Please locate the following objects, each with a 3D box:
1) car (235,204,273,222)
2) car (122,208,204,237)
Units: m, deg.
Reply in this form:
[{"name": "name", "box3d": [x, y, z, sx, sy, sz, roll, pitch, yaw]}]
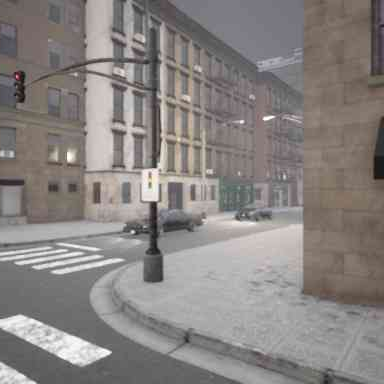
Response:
[{"name": "car", "box3d": [5.306, 1.716, 28.319, 1.994, 1.385, 4.181, 0, 0, 36]}, {"name": "car", "box3d": [-1.427, 1.639, 18.911, 2.033, 1.411, 5.357, 0, 0, 36]}]
